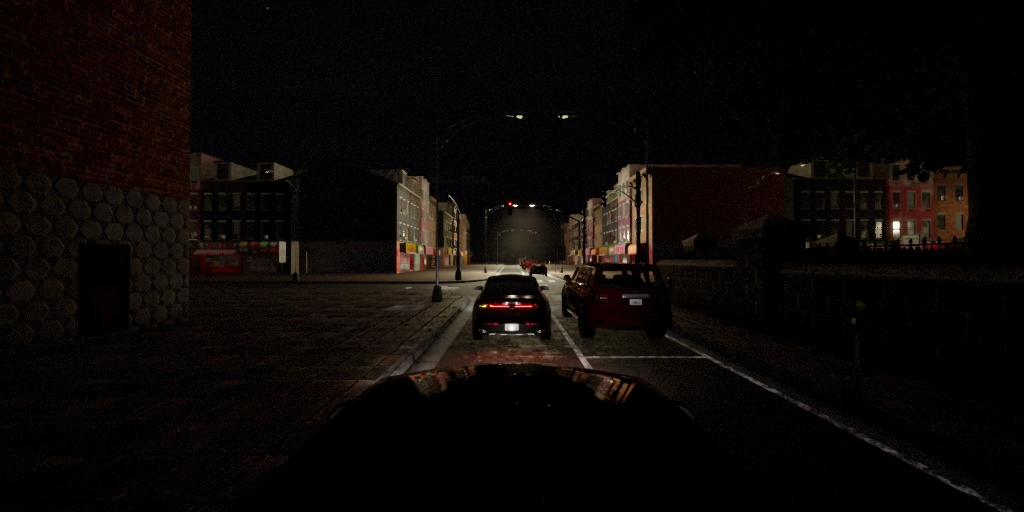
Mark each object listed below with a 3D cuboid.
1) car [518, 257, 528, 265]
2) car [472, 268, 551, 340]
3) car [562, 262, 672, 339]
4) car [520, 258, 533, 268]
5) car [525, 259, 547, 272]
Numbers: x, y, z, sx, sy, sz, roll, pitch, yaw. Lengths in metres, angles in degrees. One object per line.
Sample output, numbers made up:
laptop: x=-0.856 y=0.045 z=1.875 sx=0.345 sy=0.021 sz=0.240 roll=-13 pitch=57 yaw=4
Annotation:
car: x=2.576 y=1.157 z=58.214 sx=2.192 sy=1.841 sz=5.009 roll=0 pitch=0 yaw=0
car: x=-0.009 y=1.258 z=9.995 sx=1.837 sy=1.490 sz=4.892 roll=0 pitch=0 yaw=0
car: x=2.629 y=1.068 z=10.036 sx=2.192 sy=1.841 sz=5.009 roll=0 pitch=0 yaw=0
car: x=2.582 y=1.372 z=52.777 sx=1.888 sy=1.381 sz=4.507 roll=0 pitch=0 yaw=0
car: x=2.600 y=1.334 z=36.465 sx=1.888 sy=1.381 sz=4.507 roll=0 pitch=0 yaw=0
